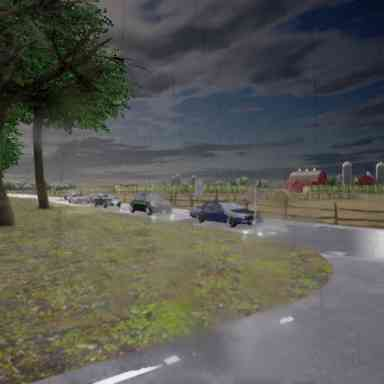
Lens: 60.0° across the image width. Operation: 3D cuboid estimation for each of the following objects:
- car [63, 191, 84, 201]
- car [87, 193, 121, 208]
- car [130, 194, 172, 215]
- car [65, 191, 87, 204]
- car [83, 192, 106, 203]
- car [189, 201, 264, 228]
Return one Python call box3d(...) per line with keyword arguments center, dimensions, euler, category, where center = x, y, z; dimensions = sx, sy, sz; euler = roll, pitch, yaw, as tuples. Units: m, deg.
box3d(center=(-20.041, 0.606, 56.170), dimensions=(2.128, 1.511, 4.902), euler=(-1, 1, -36), category="car")
box3d(center=(-9.423, 0.938, 36.647), dimensions=(2.128, 1.511, 4.902), euler=(-1, 1, -36), category="car")
box3d(center=(-3.568, 0.948, 28.538), dimensions=(2.097, 1.767, 4.553), euler=(-1, 2, -36), category="car")
box3d(center=(-15.288, 0.912, 44.806), dimensions=(1.895, 1.301, 4.718), euler=(-1, 1, -35), category="car")
box3d(center=(-14.118, 0.804, 48.078), dimensions=(1.994, 1.385, 4.181), euler=(-1, 1, -35), category="car")
box3d(center=(1.957, 1.297, 20.905), dimensions=(2.033, 1.411, 5.357), euler=(-1, 2, -36), category="car")
